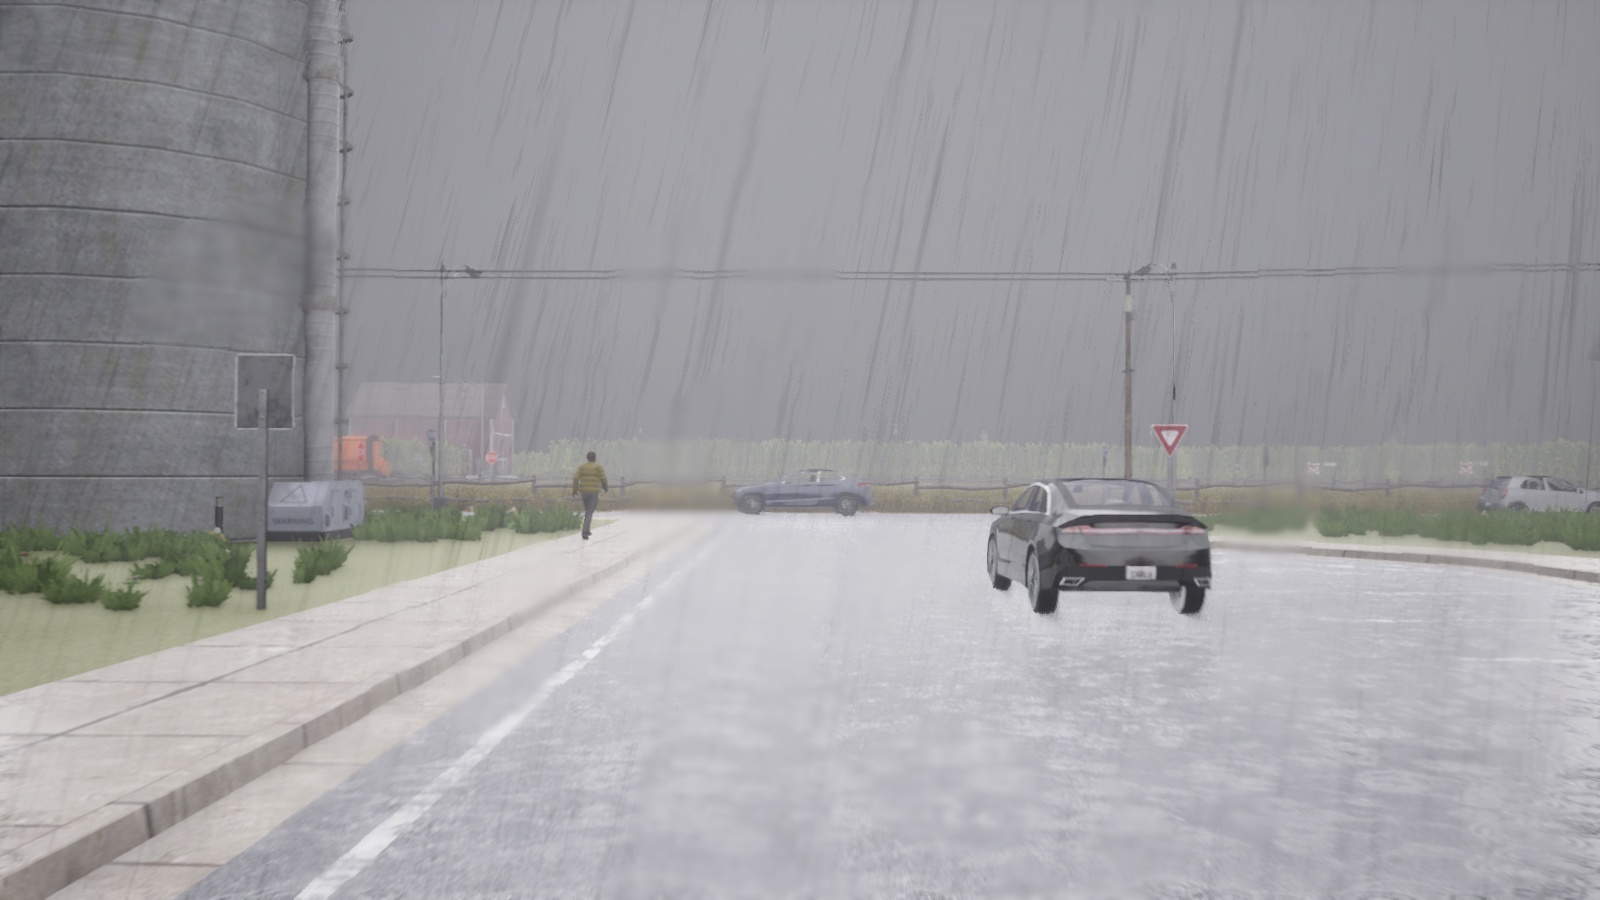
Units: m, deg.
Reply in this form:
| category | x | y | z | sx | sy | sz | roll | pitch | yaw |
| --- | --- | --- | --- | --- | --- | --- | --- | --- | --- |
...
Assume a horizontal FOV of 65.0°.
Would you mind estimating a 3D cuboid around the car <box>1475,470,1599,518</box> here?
| category | x | y | z | sx | sy | sz | roll | pitch | yaw |
| --- | --- | --- | --- | --- | --- | --- | --- | --- | --- |
| car | 24.167 | 1.411 | 40.661 | 3.633 | 1.501 | 1.845 | 0 | -1 | 0 |

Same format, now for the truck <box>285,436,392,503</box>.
| category | x | y | z | sx | sy | sz | roll | pitch | yaw |
| --- | --- | --- | --- | --- | --- | --- | --- | --- | --- |
| truck | -25.343 | 1.076 | 69.447 | 2.891 | 3.462 | 7.936 | 0 | -1 | 1 |

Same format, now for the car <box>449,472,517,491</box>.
| category | x | y | z | sx | sy | sz | roll | pitch | yaw |
| --- | --- | --- | --- | --- | --- | --- | --- | --- | --- |
| car | -23.426 | 2.334 | 92.814 | 4.718 | 1.301 | 1.895 | -1 | -1 | -20 |

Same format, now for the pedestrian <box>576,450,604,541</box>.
| category | x | y | z | sx | sy | sz | roll | pitch | yaw |
| --- | --- | --- | --- | --- | --- | --- | --- | --- | --- |
| pedestrian | -4.284 | 0.916 | 25.639 | 0.370 | 1.835 | 0.726 | 0 | -1 | 8 |

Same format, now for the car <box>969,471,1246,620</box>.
| category | x | y | z | sx | sy | sz | roll | pitch | yaw |
| --- | --- | --- | --- | --- | --- | --- | --- | --- | --- |
| car | 3.463 | 1.012 | 15.244 | 2.128 | 1.511 | 4.902 | 0 | -1 | 0 |

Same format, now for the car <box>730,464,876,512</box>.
| category | x | y | z | sx | sy | sz | roll | pitch | yaw |
| --- | --- | --- | --- | --- | --- | --- | --- | --- | --- |
| car | 0.117 | 1.337 | 44.428 | 5.027 | 1.651 | 2.152 | 0 | -1 | 1 |
